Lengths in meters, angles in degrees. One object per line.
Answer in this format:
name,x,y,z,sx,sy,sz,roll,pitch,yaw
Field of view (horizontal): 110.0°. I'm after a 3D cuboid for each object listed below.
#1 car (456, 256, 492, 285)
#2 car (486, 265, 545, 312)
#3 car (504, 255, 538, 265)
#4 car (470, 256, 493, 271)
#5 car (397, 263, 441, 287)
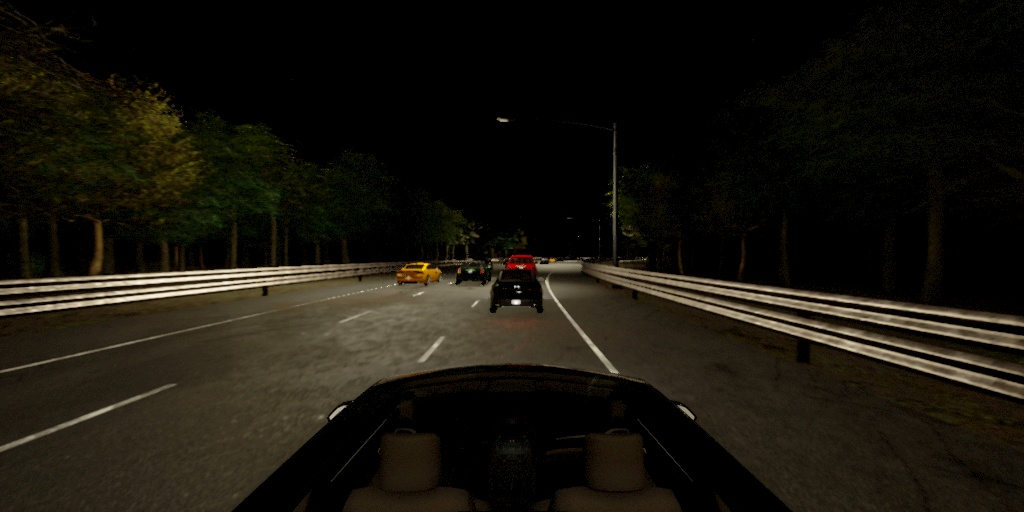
car,-2.698,1.106,26.536,2.097,1.767,4.553,0,0,3
car,0.210,1.261,14.162,1.837,1.490,4.892,0,0,2
car,0.782,0.982,27.376,2.150,2.045,5.566,0,0,3
car,-4.233,0.976,50.892,2.150,2.045,5.566,0,0,7
car,-6.307,1.223,24.829,1.882,1.535,5.008,0,0,3
